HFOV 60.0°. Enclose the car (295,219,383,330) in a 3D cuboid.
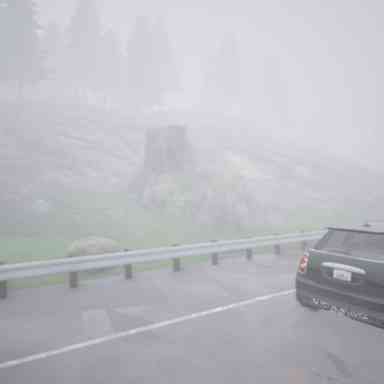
[{"bbox_3d":[4.157,1.347,6.503,4.553,1.767,2.097,0,0,-34],"label":"car"}]
